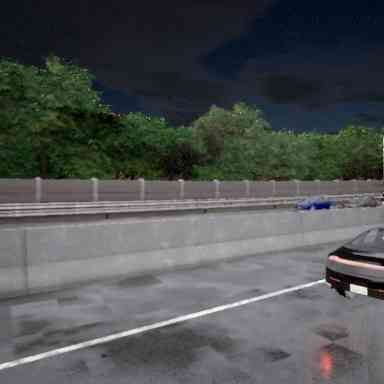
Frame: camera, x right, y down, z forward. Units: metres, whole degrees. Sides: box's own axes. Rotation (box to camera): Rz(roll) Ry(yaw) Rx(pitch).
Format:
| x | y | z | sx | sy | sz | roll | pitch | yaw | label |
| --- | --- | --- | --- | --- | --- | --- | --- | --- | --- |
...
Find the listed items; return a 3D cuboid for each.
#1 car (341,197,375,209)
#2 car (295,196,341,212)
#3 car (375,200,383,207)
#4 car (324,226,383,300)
| x | y | z | sx | sy | sz | roll | pitch | yaw | label |
| --- | --- | --- | --- | --- | --- | --- | --- | --- | --- |
| 16.595 | 1.244 | 32.449 | 5.357 | 1.411 | 2.033 | -1 | 1 | -34 | car |
| 12.595 | 1.214 | 33.961 | 5.008 | 1.535 | 1.882 | -1 | 1 | -34 | car |
| 18.891 | 1.044 | 29.761 | 4.553 | 1.767 | 2.097 | -1 | 1 | -34 | car |
| 4.878 | 1.470 | 7.170 | 4.902 | 1.511 | 2.128 | 0 | 0 | -35 | car |
